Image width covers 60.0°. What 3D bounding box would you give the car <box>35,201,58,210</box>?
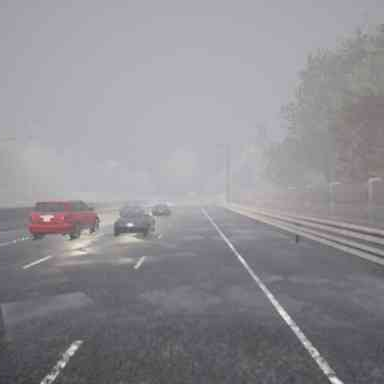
[{"bbox_3d":[-24.541,2.205,56.124,1.812,1.442,4.674,0,-1,1],"label":"car"}]

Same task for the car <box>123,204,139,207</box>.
[{"bbox_3d":[-6.905,2.011,37.556,1.994,1.385,4.181,0,-1,0],"label":"car"}]

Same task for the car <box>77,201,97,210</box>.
[{"bbox_3d":[-17.549,2.200,55.759,1.812,1.442,4.674,0,-1,1],"label":"car"}]

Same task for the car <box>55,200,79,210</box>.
[{"bbox_3d":[-21.046,2.173,56.269,2.128,1.511,4.902,0,-1,1],"label":"car"}]

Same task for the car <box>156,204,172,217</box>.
[{"bbox_3d":[-3.406,2.011,37.625,1.994,1.385,4.181,0,-1,0],"label":"car"}]

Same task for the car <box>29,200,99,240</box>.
[{"bbox_3d":[-6.903,1.439,18.500,2.150,2.045,5.566,0,0,0],"label":"car"}]

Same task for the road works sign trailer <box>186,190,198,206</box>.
[{"bbox_3d":[-0.013,1.405,76.132,2.380,3.560,2.880,0,-1,0],"label":"road works sign trailer"}]

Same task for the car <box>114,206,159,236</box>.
[{"bbox_3d":[-3.404,1.802,20.282,1.994,1.385,4.181,0,-1,0],"label":"car"}]
